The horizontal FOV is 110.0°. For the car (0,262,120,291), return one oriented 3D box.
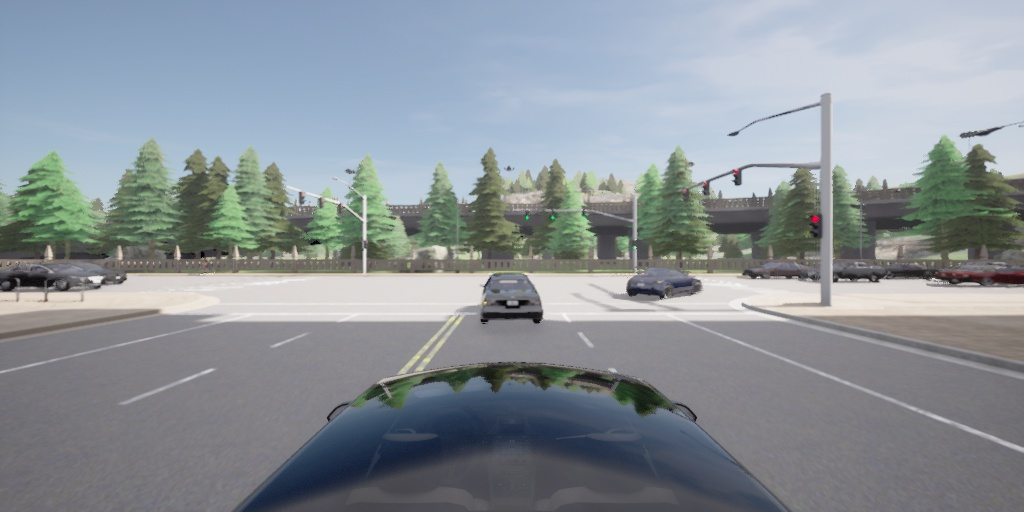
[{"bbox_3d":[-25.638,1.164,19.982,4.902,1.511,2.128,0,0,-2],"label":"car"}]

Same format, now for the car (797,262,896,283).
[{"bbox_3d":[24.529,1.159,26.475,4.902,1.511,2.128,0,0,2],"label":"car"}]

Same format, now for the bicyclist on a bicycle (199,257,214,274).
[{"bbox_3d":[-29.459,0.956,34.573,0.582,1.620,1.656,0,0,1],"label":"bicyclist on a bicycle"}]

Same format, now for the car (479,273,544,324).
[{"bbox_3d":[-0.125,1.284,11.991,2.033,1.411,5.357,0,0,-3],"label":"car"}]

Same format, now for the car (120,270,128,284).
[{"bbox_3d":[-28.323,1.146,23.543,5.008,1.535,1.882,0,0,0],"label":"car"}]

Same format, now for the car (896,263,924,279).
[{"bbox_3d":[31.992,1.265,29.653,4.718,1.301,1.895,0,0,4],"label":"car"}]

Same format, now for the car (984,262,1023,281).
[{"bbox_3d":[40.984,1.192,28.086,4.674,1.442,1.812,0,0,17],"label":"car"}]

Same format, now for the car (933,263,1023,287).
[{"bbox_3d":[30.369,1.273,22.693,4.718,1.301,1.895,0,0,2],"label":"car"}]

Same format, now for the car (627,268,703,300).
[{"bbox_3d":[7.571,1.273,17.691,4.181,1.385,1.994,-1,0,-36],"label":"car"}]

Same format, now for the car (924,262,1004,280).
[{"bbox_3d":[33.867,1.160,25.930,4.902,1.511,2.128,0,0,6],"label":"car"}]

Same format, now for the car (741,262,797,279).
[{"bbox_3d":[22.413,1.211,30.055,5.357,1.411,2.033,0,0,1],"label":"car"}]
